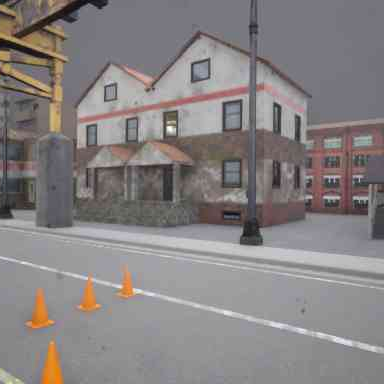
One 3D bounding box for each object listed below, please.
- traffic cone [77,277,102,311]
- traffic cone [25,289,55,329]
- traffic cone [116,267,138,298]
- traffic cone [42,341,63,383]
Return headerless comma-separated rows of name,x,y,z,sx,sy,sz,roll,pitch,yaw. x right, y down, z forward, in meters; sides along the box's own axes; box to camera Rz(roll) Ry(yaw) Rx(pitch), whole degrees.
traffic cone,-1.998,1.949,6.465,0.340,0.580,0.340,0,0,36
traffic cone,-2.583,1.949,5.654,0.340,0.580,0.340,0,0,36
traffic cone,-1.413,1.949,7.276,0.340,0.580,0.340,0,0,36
traffic cone,-1.546,1.952,3.673,0.340,0.580,0.340,0,0,36
